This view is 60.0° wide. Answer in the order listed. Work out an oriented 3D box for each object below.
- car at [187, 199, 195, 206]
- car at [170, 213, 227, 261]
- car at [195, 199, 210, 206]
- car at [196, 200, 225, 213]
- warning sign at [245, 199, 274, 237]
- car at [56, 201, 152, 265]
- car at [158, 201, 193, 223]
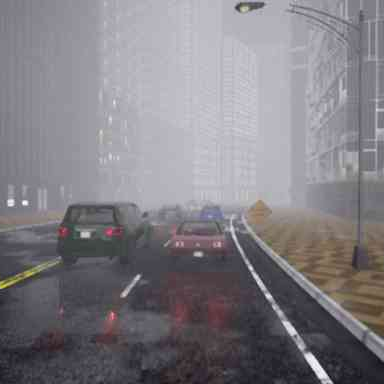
[{"bbox_3d":[-0.258,2.201,67.233,1.837,1.490,4.892,0,0,16],"label":"car"},{"bbox_3d":[0.353,1.732,12.887,1.895,1.301,4.718,0,-1,4],"label":"car"},{"bbox_3d":[2.787,2.206,66.049,2.128,1.511,4.902,0,-1,16],"label":"car"},{"bbox_3d":[1.773,1.771,28.519,1.882,1.535,5.008,0,0,8],"label":"car"},{"bbox_3d":[3.461,1.292,17.065,1.300,1.860,1.060,1,1,4],"label":"warning sign"},{"bbox_3d":[-2.945,1.347,12.355,2.150,2.045,5.566,0,0,3],"label":"car"},{"bbox_3d":[-1.561,1.776,28.147,2.128,1.511,4.902,0,0,8],"label":"car"}]
